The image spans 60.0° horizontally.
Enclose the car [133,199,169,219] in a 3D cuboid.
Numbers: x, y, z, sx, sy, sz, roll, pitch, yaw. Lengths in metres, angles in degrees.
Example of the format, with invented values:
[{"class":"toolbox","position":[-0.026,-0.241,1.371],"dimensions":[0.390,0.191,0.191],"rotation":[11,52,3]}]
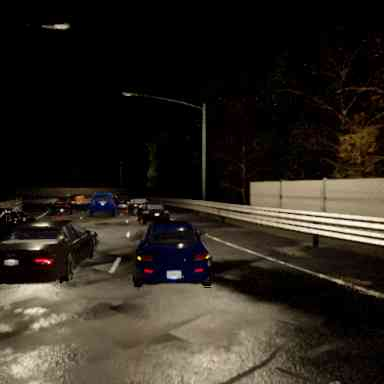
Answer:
[{"class":"car","position":[-2.905,1.492,24.321],"dimensions":[1.994,1.385,4.181],"rotation":[0,0,-16]}]

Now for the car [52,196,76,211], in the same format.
[{"class":"car","position":[-12.697,1.408,32.806],"dimensions":[1.837,1.490,4.892],"rotation":[0,0,-18]}]

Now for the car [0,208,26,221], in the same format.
[{"class":"car","position":[-8.230,1.461,14.452],"dimensions":[1.837,1.490,4.892],"rotation":[0,0,-8]}]

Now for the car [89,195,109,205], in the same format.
[{"class":"car","position":[-15.695,1.329,55.927],"dimensions":[2.128,1.511,4.902],"rotation":[0,0,-30]}]

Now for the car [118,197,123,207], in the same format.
[{"class":"car","position":[-9.250,1.381,43.037],"dimensions":[1.837,1.490,4.892],"rotation":[0,1,-22]}]

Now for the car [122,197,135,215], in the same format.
[{"class":"car","position":[-5.148,1.399,32.037],"dimensions":[2.128,1.511,4.902],"rotation":[0,0,-17]}]

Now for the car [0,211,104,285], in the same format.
[{"class":"car","position":[-4.029,1.519,9.495],"dimensions":[2.033,1.411,5.357],"rotation":[0,0,-6]}]

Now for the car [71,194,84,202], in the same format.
[{"class":"car","position":[-23.998,1.155,68.436],"dimensions":[2.097,1.767,4.553],"rotation":[0,0,-40]}]

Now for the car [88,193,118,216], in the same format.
[{"class":"car","position":[-8.465,1.130,31.240],"dimensions":[2.150,2.045,5.566],"rotation":[0,0,-17]}]

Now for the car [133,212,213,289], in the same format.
[{"class":"car","position":[-0.549,1.499,9.048],"dimensions":[1.812,1.442,4.674],"rotation":[0,0,-5]}]
